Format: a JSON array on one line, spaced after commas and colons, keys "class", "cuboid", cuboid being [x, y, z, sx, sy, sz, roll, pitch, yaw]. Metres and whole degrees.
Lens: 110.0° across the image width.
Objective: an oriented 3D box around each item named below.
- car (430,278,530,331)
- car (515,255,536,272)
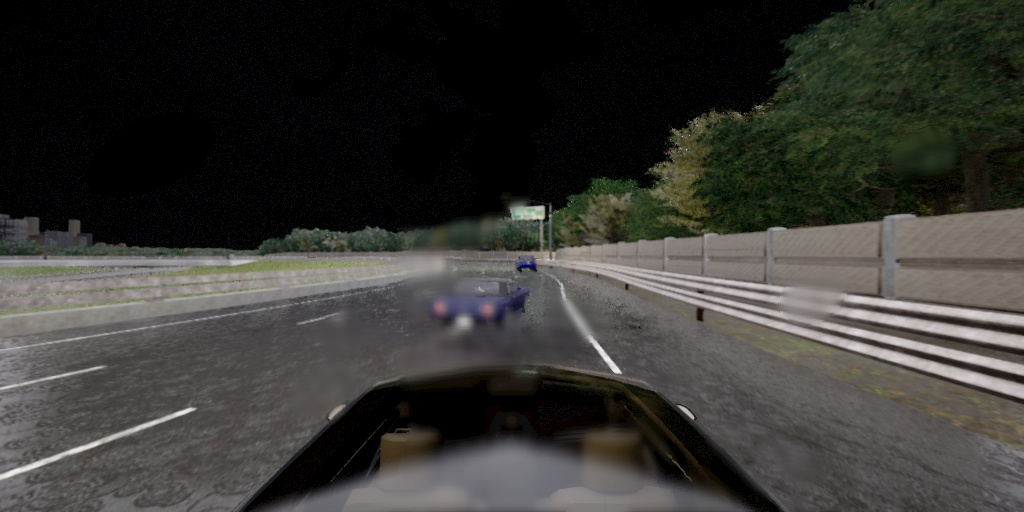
[{"class": "car", "cuboid": [-0.684, 1.334, 11.047, 1.895, 1.301, 4.718, 0, 0, 13]}, {"class": "car", "cuboid": [1.682, 0.911, 45.068, 2.150, 2.045, 5.566, 0, 0, -5]}]
